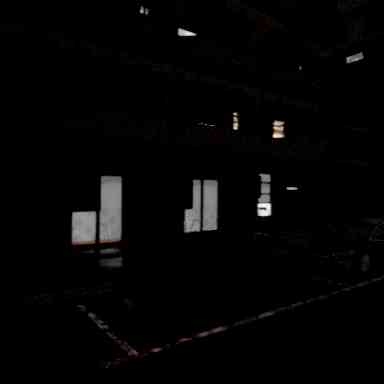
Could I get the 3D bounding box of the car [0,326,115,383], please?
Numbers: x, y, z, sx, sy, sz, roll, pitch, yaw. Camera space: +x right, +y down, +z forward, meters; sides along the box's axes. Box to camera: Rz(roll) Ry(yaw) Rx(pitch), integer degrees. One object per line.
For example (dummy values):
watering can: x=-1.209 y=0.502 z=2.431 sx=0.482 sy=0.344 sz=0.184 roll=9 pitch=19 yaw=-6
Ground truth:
car: x=-2.676 y=1.606 z=1.465 sx=4.718 sy=1.301 sz=1.895 roll=0 pitch=0 yaw=-35

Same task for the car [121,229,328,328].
car: x=0.674 y=1.550 z=7.019 sx=4.313 sy=1.339 sz=1.947 roll=0 pitch=1 yaw=-35

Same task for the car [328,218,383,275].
car: x=5.213 y=1.516 z=10.247 sx=4.403 sy=1.369 sz=2.008 roll=0 pitch=1 yaw=-35
